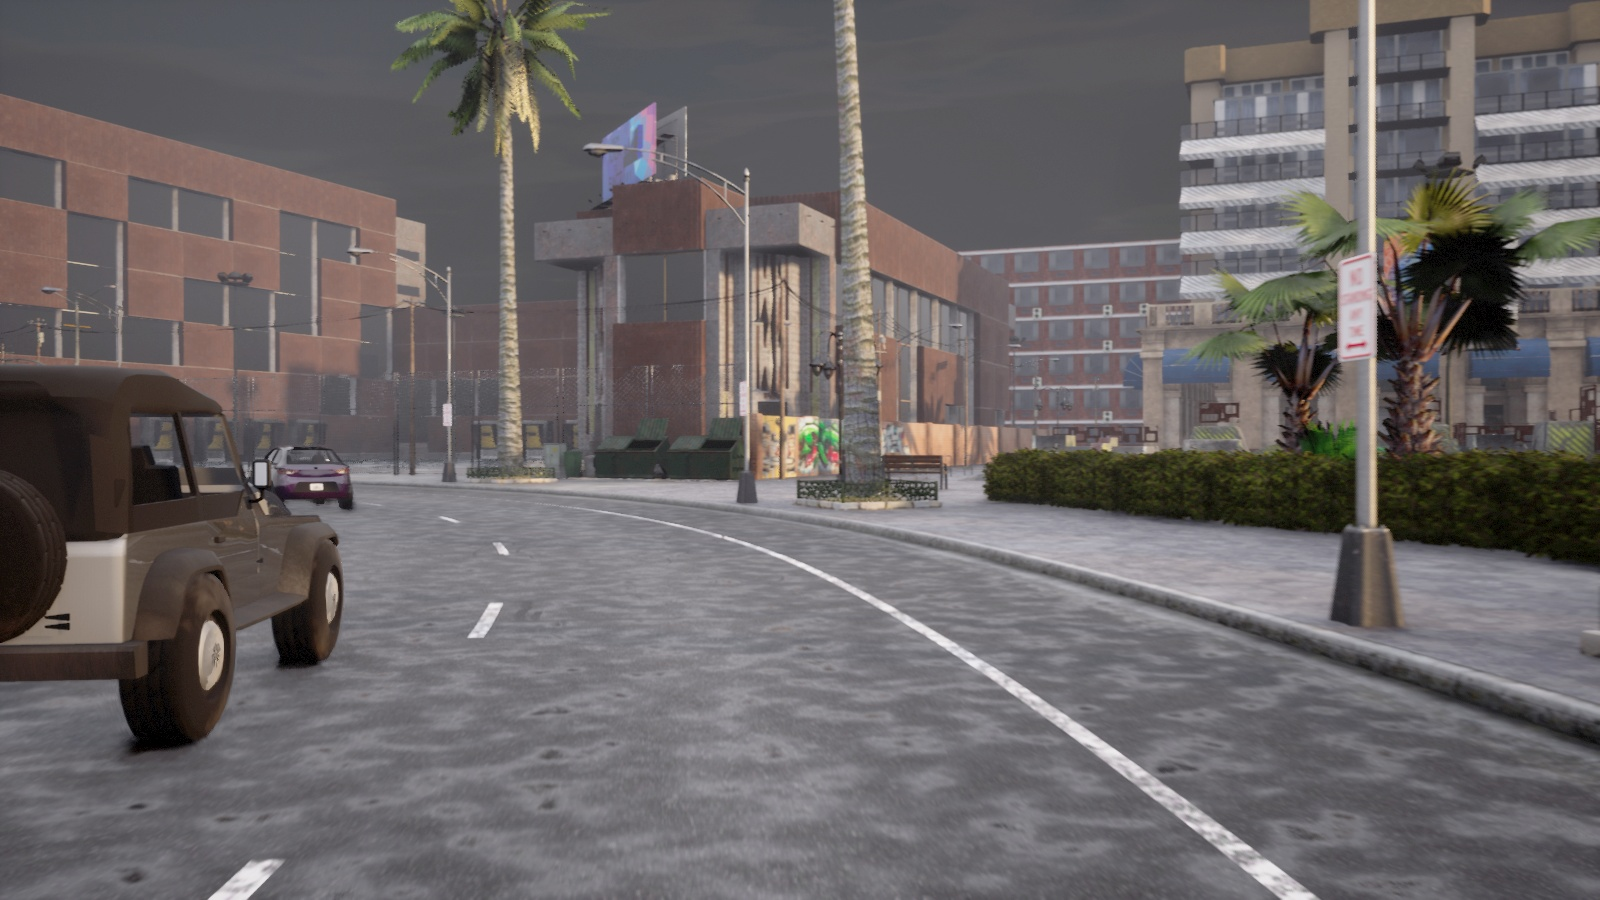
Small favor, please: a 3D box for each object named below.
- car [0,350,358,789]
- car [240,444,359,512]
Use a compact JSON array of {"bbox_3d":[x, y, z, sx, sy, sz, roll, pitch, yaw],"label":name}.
[{"bbox_3d":[-4.007,0.502,7.253,1.905,1.878,3.866,0,0,-6],"label":"car"},{"bbox_3d":[-11.818,0.594,29.517,1.816,1.474,4.193,0,0,-33],"label":"car"}]
